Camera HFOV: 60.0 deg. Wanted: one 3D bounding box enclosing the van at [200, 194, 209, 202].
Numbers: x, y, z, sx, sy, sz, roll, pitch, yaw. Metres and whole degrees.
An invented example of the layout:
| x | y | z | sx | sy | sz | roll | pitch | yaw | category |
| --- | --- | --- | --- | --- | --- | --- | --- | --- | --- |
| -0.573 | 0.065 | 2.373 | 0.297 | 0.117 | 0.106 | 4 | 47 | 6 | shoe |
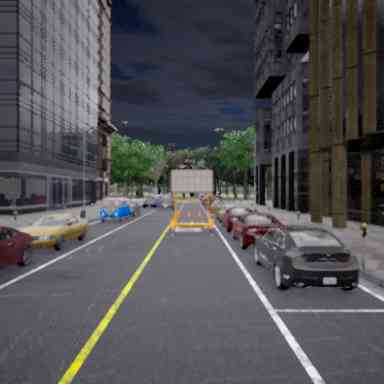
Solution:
| x | y | z | sx | sy | sz | roll | pitch | yaw | category |
| --- | --- | --- | --- | --- | --- | --- | --- | --- | --- |
| 2.757 | 1.321 | 74.104 | 1.690 | 1.788 | 3.998 | 0 | 0 | 0 | van |

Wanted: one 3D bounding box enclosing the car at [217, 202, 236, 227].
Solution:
| x | y | z | sx | sy | sz | roll | pitch | yaw | category |
| --- | --- | --- | --- | --- | --- | --- | --- | --- | --- |
| 2.761 | 1.534 | 19.728 | 1.887 | 1.381 | 4.507 | 0 | 0 | 0 | car |

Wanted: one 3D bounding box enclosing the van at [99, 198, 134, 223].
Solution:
| x | y | z | sx | sy | sz | roll | pitch | yaw | category |
| --- | --- | --- | --- | --- | --- | --- | --- | --- | --- |
| -5.765 | 1.328 | 25.165 | 1.690 | 1.788 | 3.998 | 0 | 0 | 0 | van |

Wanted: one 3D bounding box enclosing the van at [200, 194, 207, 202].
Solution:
| x | y | z | sx | sy | sz | roll | pitch | yaw | category |
| --- | --- | --- | --- | --- | --- | --- | --- | --- | --- |
| 2.756 | 1.322 | 79.541 | 1.690 | 1.788 | 3.998 | 0 | 0 | 0 | van |

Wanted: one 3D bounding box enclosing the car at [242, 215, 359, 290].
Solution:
| x | y | z | sx | sy | sz | roll | pitch | yaw | category |
| --- | --- | --- | --- | --- | --- | --- | --- | --- | --- |
| 2.762 | 1.546 | 8.853 | 2.008 | 1.369 | 4.403 | 0 | 0 | 0 | car |

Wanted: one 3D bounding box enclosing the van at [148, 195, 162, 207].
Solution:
| x | y | z | sx | sy | sz | roll | pitch | yaw | category |
| --- | --- | --- | --- | --- | --- | --- | --- | --- | --- |
| -5.767 | 1.320 | 52.353 | 1.690 | 1.788 | 3.998 | 0 | 0 | 0 | van |

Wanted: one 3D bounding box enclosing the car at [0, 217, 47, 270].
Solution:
| x | y | z | sx | sy | sz | roll | pitch | yaw | category |
| --- | --- | --- | --- | --- | --- | --- | --- | --- | --- |
| -5.764 | 1.576 | 8.852 | 1.802 | 1.307 | 4.206 | 0 | 0 | 0 | car |

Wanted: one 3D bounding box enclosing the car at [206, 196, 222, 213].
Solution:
| x | y | z | sx | sy | sz | roll | pitch | yaw | category |
| --- | --- | --- | --- | --- | --- | --- | --- | --- | --- |
| 2.760 | 1.508 | 36.211 | 1.752 | 1.417 | 4.829 | 0 | 0 | 0 | car |

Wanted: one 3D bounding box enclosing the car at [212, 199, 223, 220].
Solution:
| x | y | z | sx | sy | sz | roll | pitch | yaw | category |
| --- | --- | --- | --- | --- | --- | --- | --- | --- | --- |
| 2.760 | 1.512 | 25.335 | 1.752 | 1.417 | 4.829 | 0 | 0 | 0 | car |

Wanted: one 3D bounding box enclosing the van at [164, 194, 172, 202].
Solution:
| x | y | z | sx | sy | sz | roll | pitch | yaw | category |
| --- | --- | --- | --- | --- | --- | --- | --- | --- | --- |
| -5.769 | 1.322 | 79.541 | 1.690 | 1.788 | 3.998 | 0 | 0 | 0 | van |

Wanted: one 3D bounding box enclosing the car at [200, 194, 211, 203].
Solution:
| x | y | z | sx | sy | sz | roll | pitch | yaw | category |
| --- | --- | --- | --- | --- | --- | --- | --- | --- | --- |
| 2.757 | 1.294 | 68.666 | 2.192 | 1.841 | 5.009 | 0 | 0 | 0 | car |

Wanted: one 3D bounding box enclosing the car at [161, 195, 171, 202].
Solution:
| x | y | z | sx | sy | sz | roll | pitch | yaw | category |
| --- | --- | --- | --- | --- | --- | --- | --- | --- | --- |
| -5.768 | 1.420 | 74.103 | 1.967 | 1.590 | 4.097 | 0 | 0 | 0 | car |

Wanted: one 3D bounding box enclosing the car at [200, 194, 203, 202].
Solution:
| x | y | z | sx | sy | sz | roll | pitch | yaw | category |
| --- | --- | --- | --- | --- | --- | --- | --- | --- | --- |
| 2.758 | 1.524 | 57.791 | 1.887 | 1.381 | 4.507 | 0 | 0 | 0 | car |

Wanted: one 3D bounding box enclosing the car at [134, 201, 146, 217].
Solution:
| x | y | z | sx | sy | sz | roll | pitch | yaw | category |
| --- | --- | --- | --- | --- | --- | --- | --- | --- | --- |
| -5.765 | 1.535 | 30.603 | 2.008 | 1.369 | 4.403 | 0 | 0 | 0 | car |

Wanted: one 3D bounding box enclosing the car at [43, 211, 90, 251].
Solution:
| x | y | z | sx | sy | sz | roll | pitch | yaw | category |
| --- | --- | --- | --- | --- | --- | --- | --- | --- | --- |
| -5.764 | 1.517 | 14.120 | 1.752 | 1.417 | 4.829 | 0 | 0 | 0 | car |

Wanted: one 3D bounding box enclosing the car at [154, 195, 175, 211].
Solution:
| x | y | z | sx | sy | sz | roll | pitch | yaw | category |
| --- | --- | --- | --- | --- | --- | --- | --- | --- | --- |
| -3.092 | 1.473 | 41.177 | 2.128 | 1.511 | 4.902 | 0 | 0 | 0 | car |

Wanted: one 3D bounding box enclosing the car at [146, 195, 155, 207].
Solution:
| x | y | z | sx | sy | sz | roll | pitch | yaw | category |
| --- | --- | --- | --- | --- | --- | --- | --- | --- | --- |
| -5.766 | 1.546 | 46.915 | 1.947 | 1.339 | 4.313 | 0 | 0 | 0 | car |

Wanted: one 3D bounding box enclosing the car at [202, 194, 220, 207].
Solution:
| x | y | z | sx | sy | sz | roll | pitch | yaw | category |
| --- | --- | --- | --- | --- | --- | --- | --- | --- | --- |
| 2.759 | 1.296 | 41.478 | 2.192 | 1.841 | 5.009 | 0 | 0 | 0 | car |

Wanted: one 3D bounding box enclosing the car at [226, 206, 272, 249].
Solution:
| x | y | z | sx | sy | sz | roll | pitch | yaw | category |
| --- | --- | --- | --- | --- | --- | --- | --- | --- | --- |
| 2.761 | 1.537 | 14.291 | 1.887 | 1.381 | 4.507 | 0 | 0 | 0 | car |

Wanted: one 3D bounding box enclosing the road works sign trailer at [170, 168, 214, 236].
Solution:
| x | y | z | sx | sy | sz | roll | pitch | yaw | category |
| --- | --- | --- | --- | --- | --- | --- | --- | --- | --- |
| -0.001 | 0.454 | 18.432 | 2.380 | 3.560 | 2.880 | 0 | 0 | 0 | road works sign trailer |
